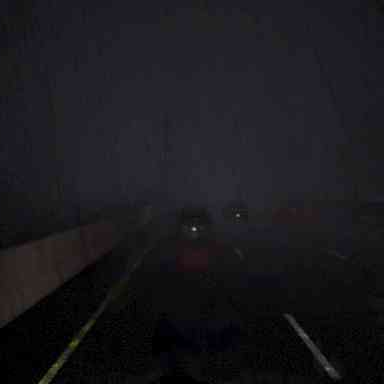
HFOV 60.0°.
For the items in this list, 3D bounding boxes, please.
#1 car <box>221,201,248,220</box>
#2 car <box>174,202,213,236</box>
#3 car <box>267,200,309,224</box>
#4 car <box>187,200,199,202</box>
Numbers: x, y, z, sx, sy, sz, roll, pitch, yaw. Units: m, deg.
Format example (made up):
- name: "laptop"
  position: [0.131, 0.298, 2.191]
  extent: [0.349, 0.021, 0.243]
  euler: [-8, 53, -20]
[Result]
- name: "car"
  position: [3.601, 1.547, 28.359]
  extent: [1.837, 1.490, 4.892]
  euler: [0, 0, 0]
- name: "car"
  position: [0.100, 1.533, 18.412]
  extent: [1.837, 1.490, 4.892]
  euler: [0, 0, 0]
- name: "car"
  position: [7.101, 1.388, 24.986]
  extent: [2.097, 1.767, 4.553]
  euler: [0, 0, 0]
- name: "car"
  position: [0.097, 1.663, 42.393]
  extent: [1.895, 1.301, 4.718]
  euler: [0, 0, 0]
